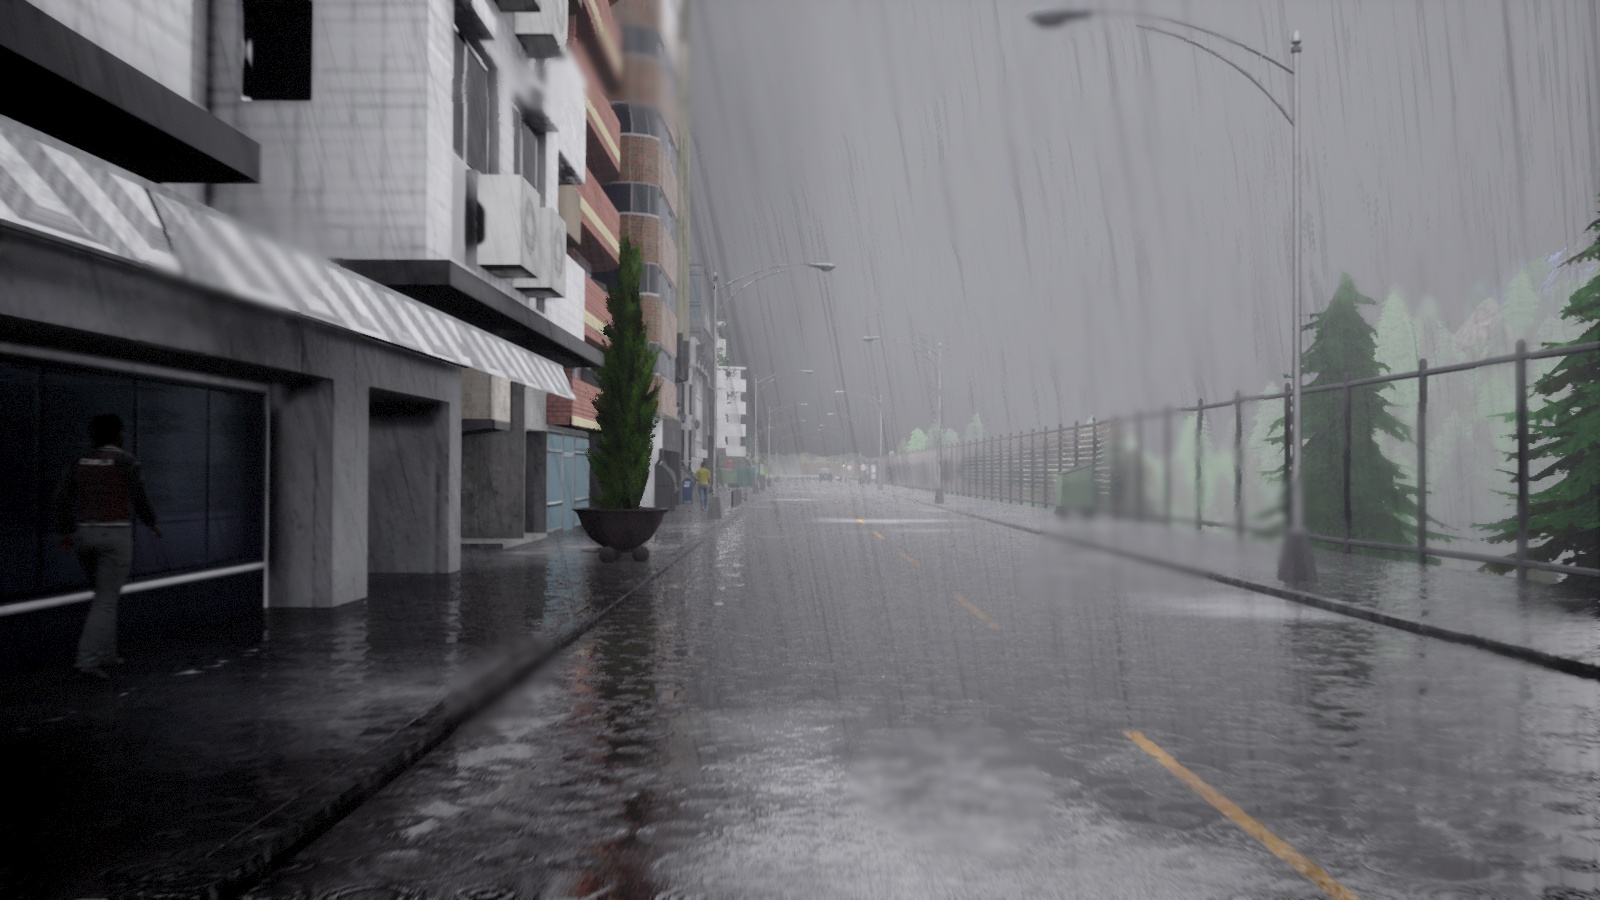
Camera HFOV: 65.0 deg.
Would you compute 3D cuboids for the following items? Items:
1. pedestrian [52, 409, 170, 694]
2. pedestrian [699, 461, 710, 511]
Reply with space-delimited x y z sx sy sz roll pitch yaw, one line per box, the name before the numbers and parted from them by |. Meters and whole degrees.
pedestrian | -4.841 0.692 8.852 0.402 1.930 0.666 0 -1 9
pedestrian | -3.511 1.310 46.055 0.354 1.836 0.706 0 -1 0
